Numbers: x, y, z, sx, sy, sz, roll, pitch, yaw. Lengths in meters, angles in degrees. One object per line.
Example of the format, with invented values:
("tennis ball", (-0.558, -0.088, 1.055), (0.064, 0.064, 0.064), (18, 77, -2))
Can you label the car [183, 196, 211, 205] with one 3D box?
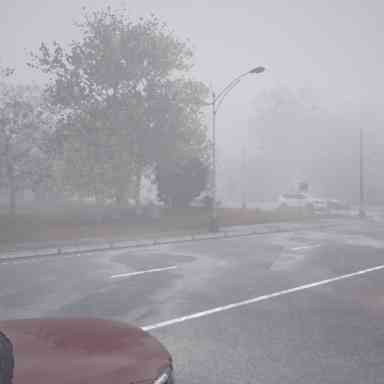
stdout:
("car", (0.828, 1.436, 58.965), (2.033, 1.411, 5.357), (0, 0, -37))

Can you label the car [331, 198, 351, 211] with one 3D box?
("car", (16.123, 1.411, 38.988), (1.812, 1.442, 4.674), (0, 0, -38))

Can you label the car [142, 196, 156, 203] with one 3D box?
("car", (-7.984, 1.435, 64.823), (1.812, 1.442, 4.674), (0, 0, -38))

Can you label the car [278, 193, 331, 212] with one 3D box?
("car", (12.440, 1.121, 38.057), (2.150, 2.045, 5.566), (0, 0, -38))

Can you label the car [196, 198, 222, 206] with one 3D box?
("car", (2.516, 1.503, 50.995), (1.895, 1.301, 4.718), (0, 0, -37))

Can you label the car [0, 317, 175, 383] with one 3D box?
("car", (-2.266, 1.526, 2.073), (4.674, 1.442, 1.812), (0, 0, -36))
